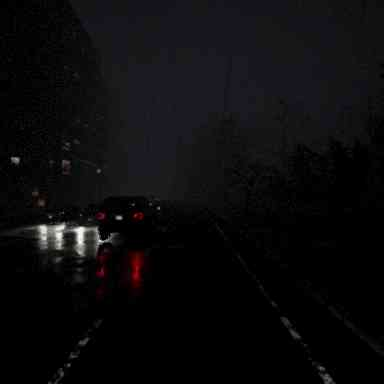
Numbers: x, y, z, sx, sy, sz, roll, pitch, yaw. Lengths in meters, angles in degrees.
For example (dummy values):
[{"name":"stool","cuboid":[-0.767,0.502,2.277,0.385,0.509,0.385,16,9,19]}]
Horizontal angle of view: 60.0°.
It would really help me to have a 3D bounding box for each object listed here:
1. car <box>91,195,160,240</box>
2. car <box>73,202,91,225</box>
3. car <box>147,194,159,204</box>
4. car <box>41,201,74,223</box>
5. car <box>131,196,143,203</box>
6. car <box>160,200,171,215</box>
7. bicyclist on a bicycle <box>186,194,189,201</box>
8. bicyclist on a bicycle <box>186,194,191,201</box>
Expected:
[{"name":"car","cuboid":[-3.156,1.211,17.078,2.150,2.045,5.566,0,0,0]},{"name":"car","cuboid":[-6.625,1.513,23.896,1.812,1.442,4.674,0,0,0]},{"name":"car","cuboid":[-7.582,1.319,64.730,2.097,1.767,4.553,0,0,-3]},{"name":"car","cuboid":[-9.868,1.478,25.617,2.128,1.511,4.902,0,0,0]},{"name":"car","cuboid":[-10.933,1.566,66.951,1.895,1.301,4.718,0,0,-3]},{"name":"car","cuboid":[-3.216,1.547,34.045,1.994,1.385,4.181,0,0,-1]},{"name":"bicyclist on a bicycle","cuboid":[-1.086,1.402,79.196,0.582,1.620,1.656,0,0,-4]},{"name":"bicyclist on a bicycle","cuboid":[-0.462,1.329,70.137,0.659,1.776,1.843,0,0,-4]}]
